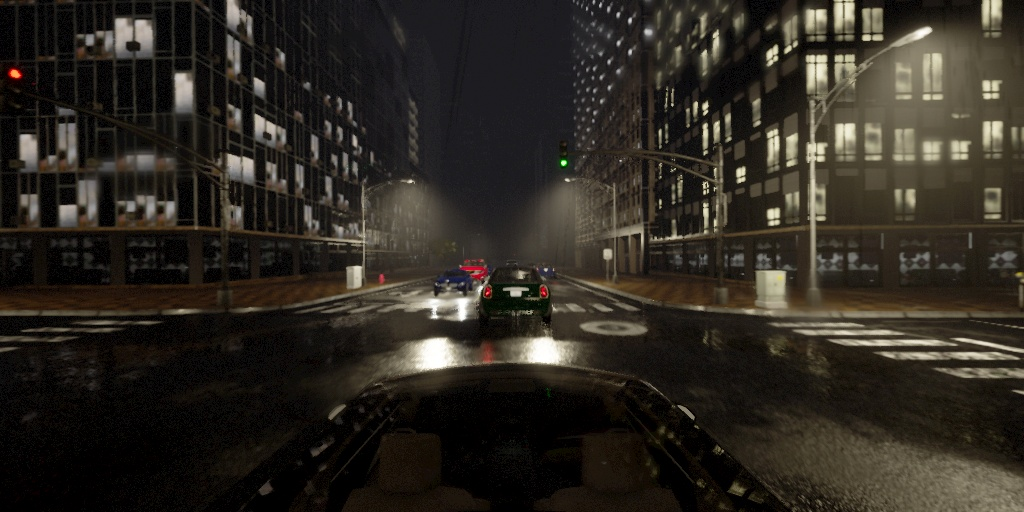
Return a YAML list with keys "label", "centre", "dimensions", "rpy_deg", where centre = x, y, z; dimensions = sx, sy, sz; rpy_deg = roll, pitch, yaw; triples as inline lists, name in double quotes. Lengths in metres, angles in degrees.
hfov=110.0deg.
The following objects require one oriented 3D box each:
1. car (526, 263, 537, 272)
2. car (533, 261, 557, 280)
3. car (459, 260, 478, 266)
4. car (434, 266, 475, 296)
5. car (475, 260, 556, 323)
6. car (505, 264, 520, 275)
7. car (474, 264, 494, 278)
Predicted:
- label: "car"
  centre: [3.357, 1.971, 62.241]
  dimensions: [1.812, 1.442, 4.674]
  rpy_deg: [-1, -1, 0]
- label: "car"
  centre: [3.362, 1.477, 37.665]
  dimensions: [2.097, 1.767, 4.553]
  rpy_deg: [-1, -1, 0]
- label: "car"
  centre: [-3.325, 1.330, 31.534]
  dimensions: [2.150, 2.045, 5.566]
  rpy_deg: [-1, -1, 0]
- label: "car"
  centre: [-3.344, 1.497, 21.307]
  dimensions: [1.812, 1.442, 4.674]
  rpy_deg: [-1, -1, 0]
- label: "car"
  centre: [0.108, 1.119, 12.155]
  dimensions: [2.097, 1.767, 4.553]
  rpy_deg: [0, -1, 0]
- label: "car"
  centre: [0.020, 1.889, 51.657]
  dimensions: [2.033, 1.411, 5.357]
  rpy_deg: [-1, -1, 0]
- label: "car"
  centre: [-3.237, 1.724, 42.001]
  dimensions: [1.882, 1.535, 5.008]
  rpy_deg: [-1, -1, 0]
